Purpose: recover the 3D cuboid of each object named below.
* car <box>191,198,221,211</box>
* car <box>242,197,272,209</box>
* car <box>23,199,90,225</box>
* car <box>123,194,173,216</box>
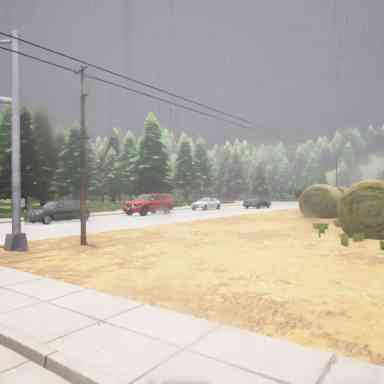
[{"bbox_3d":[1.778,1.431,40.310,1.812,1.442,4.674,0,0,37],"label":"car"},{"bbox_3d":[8.466,1.411,43.123,2.033,1.411,5.357,0,0,37],"label":"car"},{"bbox_3d":[-9.918,1.362,24.592,2.097,1.767,4.553,0,0,37],"label":"car"},{"bbox_3d":[-4.135,1.180,32.369,2.150,2.045,5.566,0,0,37],"label":"car"}]
